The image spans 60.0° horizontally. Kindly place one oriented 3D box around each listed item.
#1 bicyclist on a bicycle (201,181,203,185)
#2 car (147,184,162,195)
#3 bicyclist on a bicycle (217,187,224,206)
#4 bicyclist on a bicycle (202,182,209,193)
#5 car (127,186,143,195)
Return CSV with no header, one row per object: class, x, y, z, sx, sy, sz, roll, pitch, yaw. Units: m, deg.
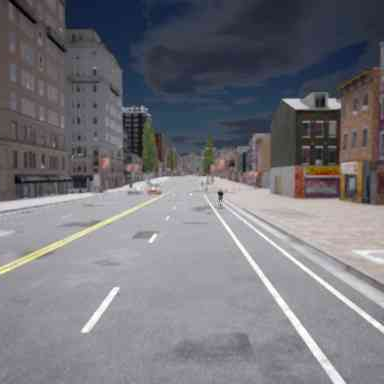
bicyclist on a bicycle,2.787,-2.100,90.152,0.659,1.776,1.843,0,4,0
car,-6.176,-0.535,55.026,2.097,1.767,4.553,0,2,0
bicyclist on a bicycle,2.417,0.473,28.242,0.659,1.776,1.843,0,3,0
bicyclist on a bicycle,2.602,-0.569,58.914,0.866,1.612,1.509,0,2,0
car,-9.425,-0.284,55.033,1.895,1.301,4.718,0,2,0
